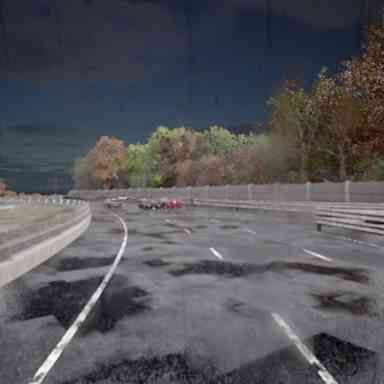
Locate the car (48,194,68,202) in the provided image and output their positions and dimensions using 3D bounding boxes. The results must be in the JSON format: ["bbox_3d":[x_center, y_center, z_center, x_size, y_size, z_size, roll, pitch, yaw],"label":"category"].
[{"bbox_3d":[-29.326,1.334,71.961,4.553,1.767,2.097,0,0,44],"label":"car"}]

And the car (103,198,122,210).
[{"bbox_3d":[-10.917,1.583,45.432,2.128,1.511,4.902,0,0,-26],"label":"car"}]

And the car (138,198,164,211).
[{"bbox_3d":[-5.450,1.676,41.906,1.895,1.301,4.718,0,0,-23],"label":"car"}]

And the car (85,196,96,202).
[{"bbox_3d":[-24.257,1.518,76.787,5.357,1.411,2.033,0,0,44],"label":"car"}]

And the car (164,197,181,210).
[{"bbox_3d":[-3.129,1.428,45.253,2.097,1.767,4.553,0,0,-24],"label":"car"}]

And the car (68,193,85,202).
[{"bbox_3d":[-26.824,1.204,74.405,5.566,2.045,2.150,0,0,44],"label":"car"}]
